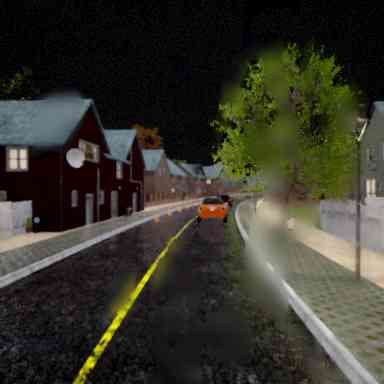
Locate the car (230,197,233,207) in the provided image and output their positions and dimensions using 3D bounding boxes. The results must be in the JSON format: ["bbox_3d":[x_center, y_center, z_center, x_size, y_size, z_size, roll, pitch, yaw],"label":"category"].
[{"bbox_3d":[4.344,1.176,43.274,1.812,1.442,4.674,0,1,11],"label":"car"}]

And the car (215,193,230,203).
[{"bbox_3d":[5.204,1.006,56.321,2.033,1.411,5.357,0,1,10],"label":"car"}]

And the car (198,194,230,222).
[{"bbox_3d":[1.635,1.196,25.236,2.097,1.767,4.553,0,1,6],"label":"car"}]

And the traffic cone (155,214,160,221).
[{"bbox_3d":[-2.538,1.808,24.150,0.340,0.580,0.340,0,1,6],"label":"traffic cone"}]
